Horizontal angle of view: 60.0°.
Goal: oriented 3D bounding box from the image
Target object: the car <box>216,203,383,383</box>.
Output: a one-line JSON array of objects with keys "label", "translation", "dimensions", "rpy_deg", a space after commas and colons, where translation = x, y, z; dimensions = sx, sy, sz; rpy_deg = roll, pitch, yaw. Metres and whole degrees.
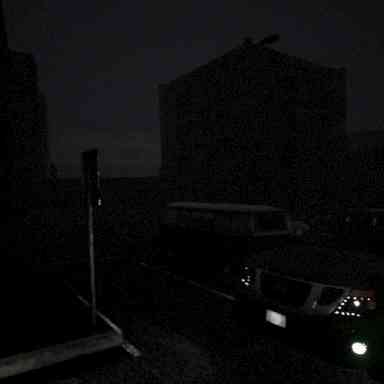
[{"label": "car", "translation": [3.290, 1.270, 5.710], "dimensions": [5.566, 2.045, 2.150], "rpy_deg": [2, -1, -35]}]

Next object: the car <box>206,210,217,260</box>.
[{"label": "car", "translation": [2.950, 1.573, 11.097], "dimensions": [2.097, 1.535, 5.008], "rpy_deg": [1, -1, -35]}]

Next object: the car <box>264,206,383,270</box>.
[{"label": "car", "translation": [5.247, 1.520, 12.685], "dimensions": [2.185, 1.767, 4.553], "rpy_deg": [2, -1, -35]}]

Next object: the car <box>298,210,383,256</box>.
[{"label": "car", "translation": [7.496, 1.722, 14.550], "dimensions": [1.946, 1.575, 5.366], "rpy_deg": [2, -1, -35]}]
